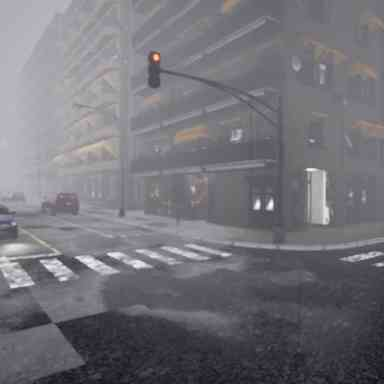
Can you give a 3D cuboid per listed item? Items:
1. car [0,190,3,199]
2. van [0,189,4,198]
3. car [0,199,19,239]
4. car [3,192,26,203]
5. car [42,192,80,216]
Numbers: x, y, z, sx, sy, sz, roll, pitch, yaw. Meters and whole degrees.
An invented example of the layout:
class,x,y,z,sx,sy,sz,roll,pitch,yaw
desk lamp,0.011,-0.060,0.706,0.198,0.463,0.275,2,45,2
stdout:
class,x,y,z,sx,sy,sz,roll,pitch,yaw
car,-27.315,0.738,49.998,1.947,1.339,4.313,2,0,-36
van,-37.263,0.251,63.742,1.690,1.788,3.998,2,0,-36
car,-9.114,1.255,14.981,1.812,1.442,4.674,1,1,-36
car,-23.994,0.699,45.417,1.967,1.590,4.097,2,0,-36
car,-10.717,0.924,27.092,2.192,1.841,5.009,2,0,-36
